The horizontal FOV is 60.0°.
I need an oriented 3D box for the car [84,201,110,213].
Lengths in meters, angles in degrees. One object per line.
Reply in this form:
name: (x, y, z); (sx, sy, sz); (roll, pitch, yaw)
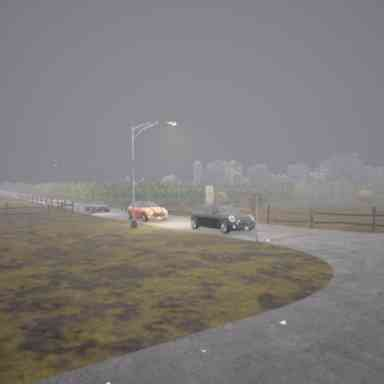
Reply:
car: (-11.420, 1.779, 39.970); (1.994, 1.385, 4.181); (-1, 1, -35)

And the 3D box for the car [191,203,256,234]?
car: (1.870, 1.540, 21.134); (2.097, 1.767, 4.553); (-1, 0, -35)

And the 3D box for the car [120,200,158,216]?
car: (-6.115, 1.737, 37.552); (2.033, 1.411, 5.357); (-1, 1, -35)

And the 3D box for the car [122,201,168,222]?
car: (-4.011, 1.593, 29.461); (2.097, 1.767, 4.553); (-1, 1, -35)
